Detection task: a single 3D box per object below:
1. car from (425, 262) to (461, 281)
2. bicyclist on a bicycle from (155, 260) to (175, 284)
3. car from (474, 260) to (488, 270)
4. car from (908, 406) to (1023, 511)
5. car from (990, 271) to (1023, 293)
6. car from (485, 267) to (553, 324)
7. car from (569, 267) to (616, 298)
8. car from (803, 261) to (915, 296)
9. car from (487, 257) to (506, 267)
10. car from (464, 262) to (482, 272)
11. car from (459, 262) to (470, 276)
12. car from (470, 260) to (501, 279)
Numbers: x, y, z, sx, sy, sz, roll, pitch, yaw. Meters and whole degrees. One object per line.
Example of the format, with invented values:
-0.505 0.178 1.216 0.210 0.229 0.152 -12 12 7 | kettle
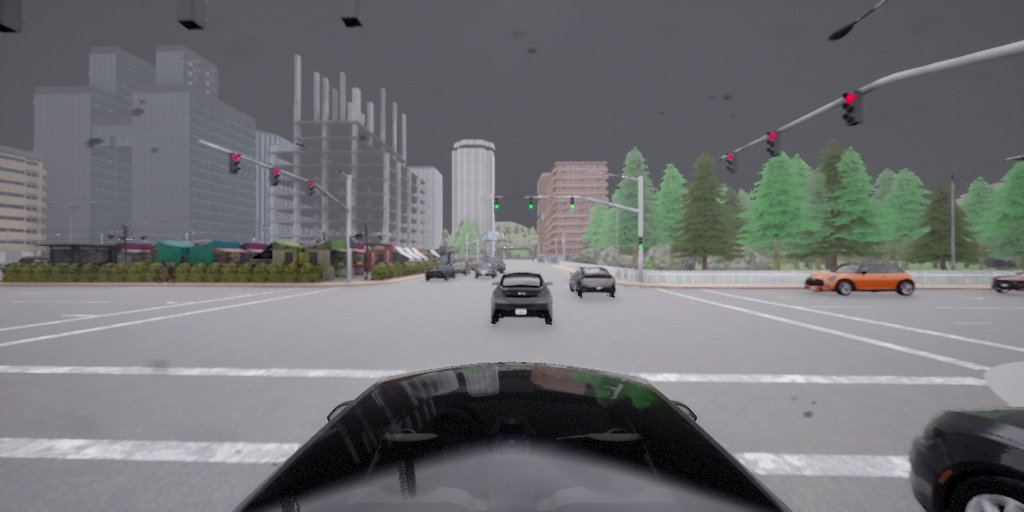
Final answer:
-6.160 1.473 31.599 1.895 1.301 4.718 0 0 4 | car
-24.524 1.116 25.438 0.582 1.620 1.656 0 5 3 | bicyclist on a bicycle
-5.199 1.494 60.989 1.837 1.490 4.892 0 0 2 | car
3.659 1.249 0.481 1.837 1.490 4.892 0 0 3 | car
28.628 1.285 18.900 5.008 1.535 1.882 0 0 3 | car
0.353 1.297 12.258 1.837 1.490 4.892 0 0 2 | car
4.175 1.310 19.136 2.128 1.511 4.902 0 0 2 | car
18.635 1.165 19.435 4.553 1.767 2.097 0 0 3 | car
-2.211 1.145 44.966 2.150 2.045 5.566 0 0 2 | car
-5.529 1.512 50.794 1.994 1.385 4.181 0 0 1 | car
-5.833 1.414 40.884 1.837 1.490 4.892 0 0 2 | car
-2.498 1.376 35.108 2.128 1.511 4.902 0 0 2 | car
